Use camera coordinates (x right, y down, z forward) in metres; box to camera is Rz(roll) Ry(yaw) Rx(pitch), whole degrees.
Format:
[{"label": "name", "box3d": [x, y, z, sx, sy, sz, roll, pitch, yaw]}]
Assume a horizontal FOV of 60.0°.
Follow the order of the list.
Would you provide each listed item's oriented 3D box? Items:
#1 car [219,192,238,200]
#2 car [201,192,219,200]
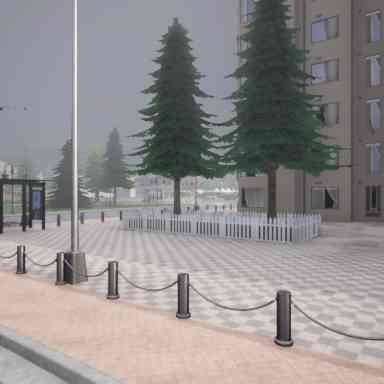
[{"label": "car", "box3d": [9.547, 1.374, 84.715, 3.633, 1.501, 1.845, 0, 0, 35]}, {"label": "car", "box3d": [5.185, 1.384, 91.418, 3.806, 1.475, 1.970, 0, 0, 35]}]
